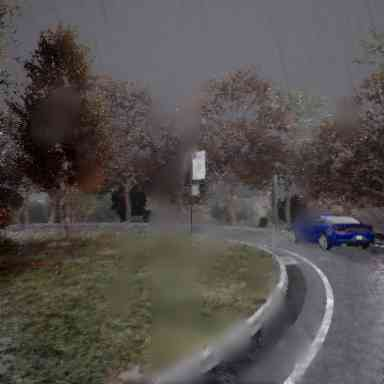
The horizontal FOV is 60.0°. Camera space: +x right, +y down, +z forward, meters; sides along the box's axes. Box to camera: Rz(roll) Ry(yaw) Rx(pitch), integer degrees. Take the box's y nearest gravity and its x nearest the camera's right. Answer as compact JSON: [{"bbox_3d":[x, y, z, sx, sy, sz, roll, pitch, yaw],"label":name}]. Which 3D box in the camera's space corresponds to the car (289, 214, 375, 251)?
[{"bbox_3d":[6.258,1.775,15.549,1.882,1.535,5.008,1,-3,-8],"label":"car"}]
